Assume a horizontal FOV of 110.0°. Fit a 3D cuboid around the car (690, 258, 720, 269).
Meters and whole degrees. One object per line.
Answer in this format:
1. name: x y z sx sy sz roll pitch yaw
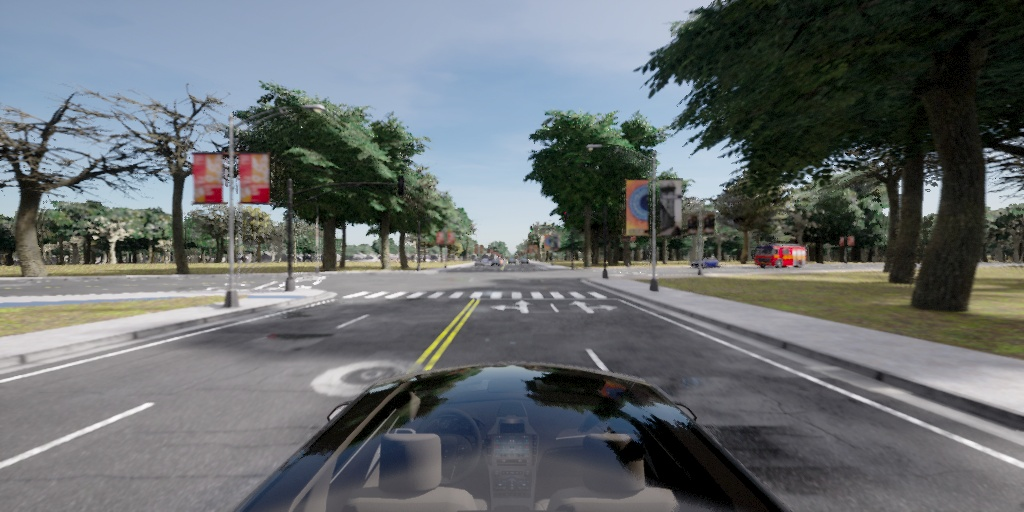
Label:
1. car: 29.372 1.021 54.651 4.553 1.767 2.097 0 0 -23
